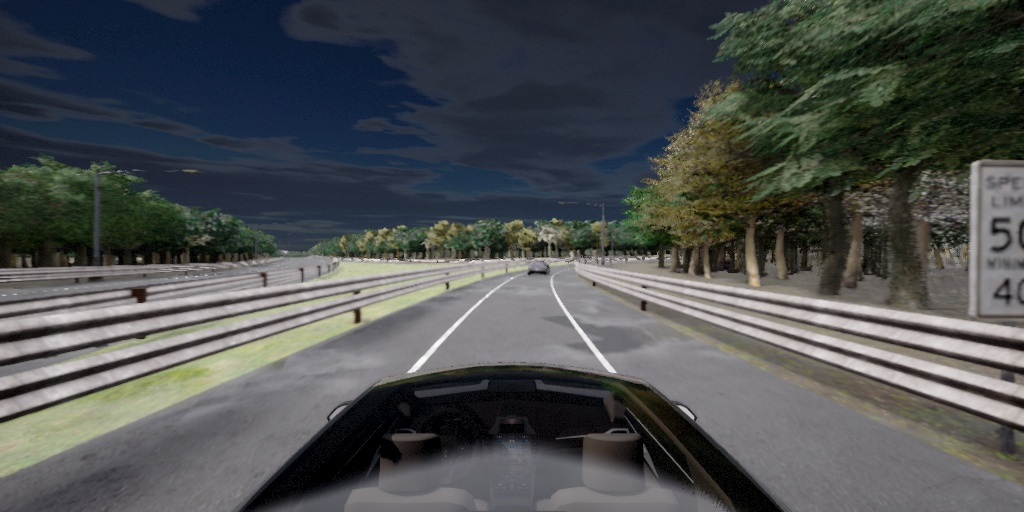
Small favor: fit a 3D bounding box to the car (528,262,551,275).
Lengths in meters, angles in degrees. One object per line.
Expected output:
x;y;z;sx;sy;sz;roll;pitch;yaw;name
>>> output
2.976;1.287;38.664;1.994;1.385;4.181;0;0;12;car
